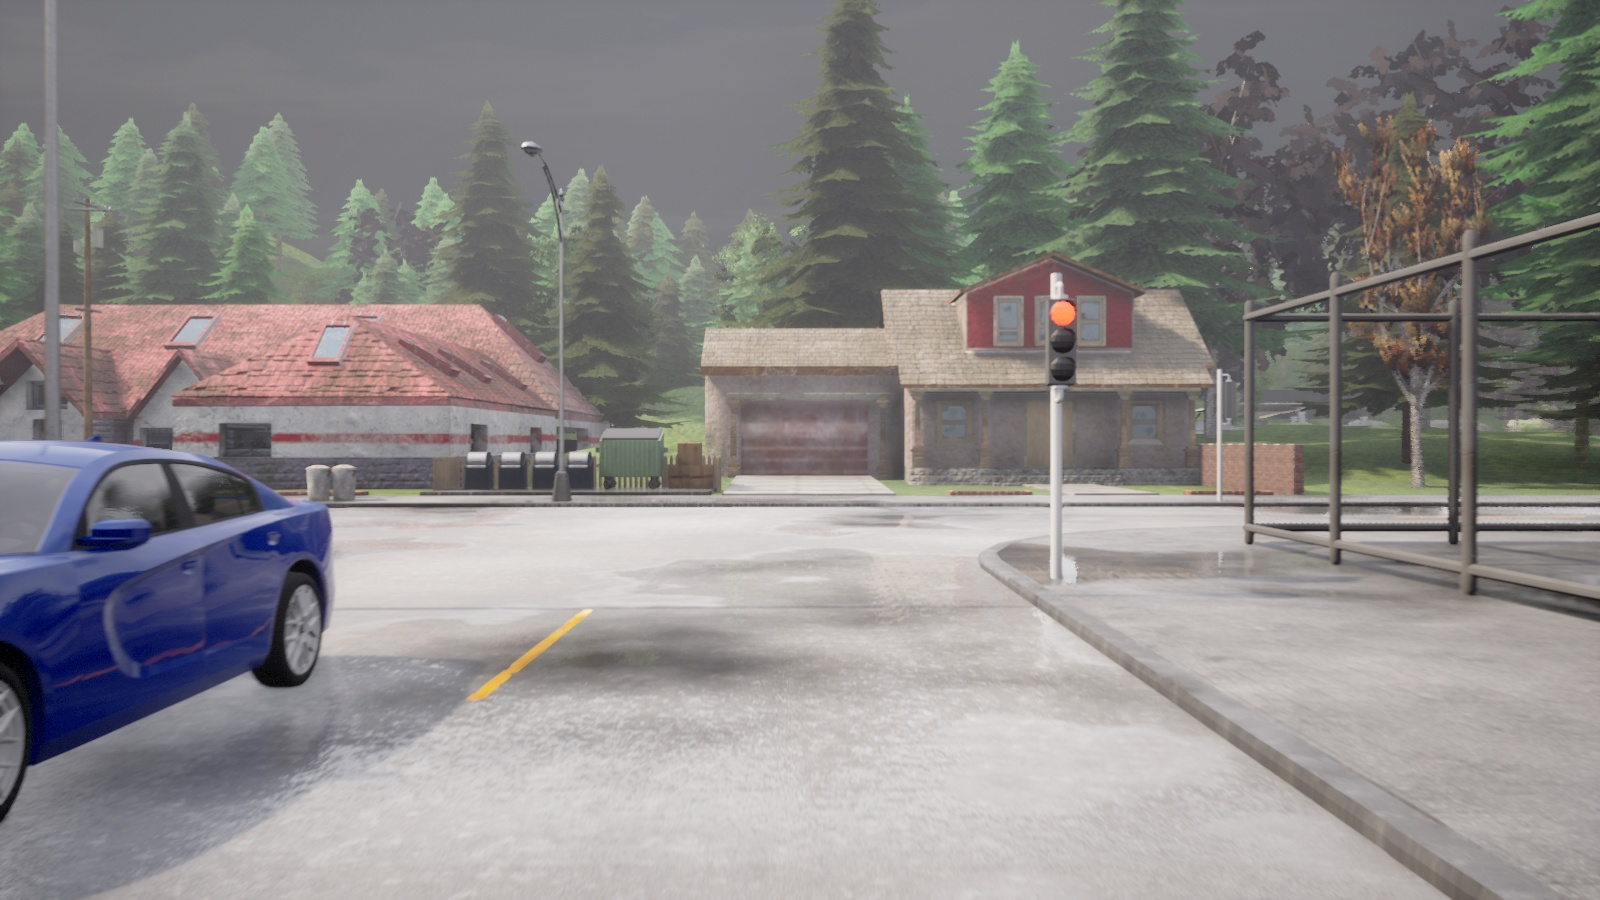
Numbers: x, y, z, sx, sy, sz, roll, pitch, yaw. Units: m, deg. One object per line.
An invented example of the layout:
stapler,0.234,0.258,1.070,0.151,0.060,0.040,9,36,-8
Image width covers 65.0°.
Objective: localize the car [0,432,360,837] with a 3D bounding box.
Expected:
car,-3.980,0.686,6.193,1.882,1.535,5.008,0,1,0
